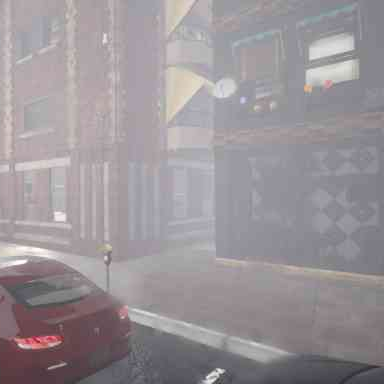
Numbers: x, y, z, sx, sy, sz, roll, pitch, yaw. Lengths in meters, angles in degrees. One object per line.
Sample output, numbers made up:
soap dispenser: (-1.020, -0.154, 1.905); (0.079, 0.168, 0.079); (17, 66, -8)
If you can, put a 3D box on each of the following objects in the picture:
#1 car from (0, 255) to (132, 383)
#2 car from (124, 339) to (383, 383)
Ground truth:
car: (-2.670, 1.583, 4.741); (4.206, 1.307, 1.802); (0, -1, 35)
car: (1.941, 1.566, 1.464); (4.313, 1.339, 1.947); (0, -1, 35)
